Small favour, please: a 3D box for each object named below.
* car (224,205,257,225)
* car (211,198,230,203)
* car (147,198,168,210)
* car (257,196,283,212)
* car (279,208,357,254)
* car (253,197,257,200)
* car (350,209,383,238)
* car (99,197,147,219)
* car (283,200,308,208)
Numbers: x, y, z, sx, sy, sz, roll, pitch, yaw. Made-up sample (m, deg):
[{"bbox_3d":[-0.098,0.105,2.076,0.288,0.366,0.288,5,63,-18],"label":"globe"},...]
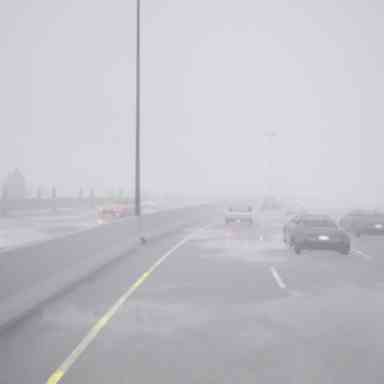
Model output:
[{"bbox_3d":[3.619,1.609,24.046,1.895,1.301,4.718,0,0,15],"label":"car"},{"bbox_3d":[3.888,1.529,44.430,1.812,1.442,4.674,0,0,27],"label":"car"},{"bbox_3d":[-4.651,1.496,42.680,1.812,1.442,4.674,0,0,24],"label":"car"},{"bbox_3d":[9.764,1.380,40.062,2.097,1.767,4.553,0,0,25],"label":"car"},{"bbox_3d":[4.926,1.580,13.641,1.994,1.385,4.181,0,0,9],"label":"car"},{"bbox_3d":[13.799,1.477,65.918,2.128,1.511,4.902,0,0,40],"label":"car"},{"bbox_3d":[9.294,1.596,17.789,1.994,1.385,4.181,0,0,12],"label":"car"},{"bbox_3d":[-6.071,1.320,28.730,2.097,1.767,4.553,0,0,17],"label":"car"},{"bbox_3d":[10.653,1.559,33.650,1.812,1.442,4.674,0,0,22],"label":"car"}]
